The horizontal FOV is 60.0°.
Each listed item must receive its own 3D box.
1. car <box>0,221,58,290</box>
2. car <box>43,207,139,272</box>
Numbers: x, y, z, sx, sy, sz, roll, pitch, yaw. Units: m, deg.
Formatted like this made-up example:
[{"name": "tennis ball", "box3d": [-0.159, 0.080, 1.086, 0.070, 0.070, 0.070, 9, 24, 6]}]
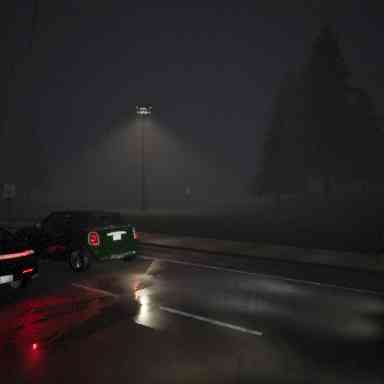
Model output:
[{"name": "car", "box3d": [-5.611, 1.491, 7.893, 4.902, 1.511, 2.128, 0, 0, 36]}, {"name": "car", "box3d": [-3.925, 1.352, 10.992, 4.553, 1.767, 2.097, 0, 0, 36]}]
